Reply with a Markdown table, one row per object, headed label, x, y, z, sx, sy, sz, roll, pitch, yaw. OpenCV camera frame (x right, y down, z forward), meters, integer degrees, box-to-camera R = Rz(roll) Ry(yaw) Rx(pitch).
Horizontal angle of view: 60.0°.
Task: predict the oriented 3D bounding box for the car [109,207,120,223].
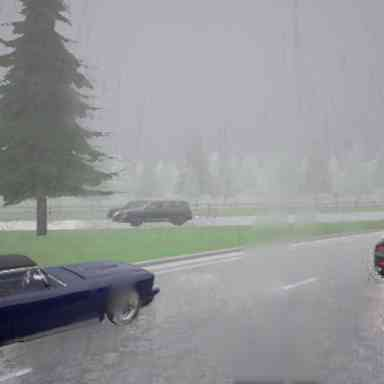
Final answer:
| label | x | y | z | sx | sy | sz | roll | pitch | yaw |
| --- | --- | --- | --- | --- | --- | --- | --- | --- | --- |
| car | -4.791 | 1.888 | 29.850 | 4.553 | 1.767 | 2.097 | -1 | -1 | -8 |

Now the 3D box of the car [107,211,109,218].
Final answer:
| label | x | y | z | sx | sy | sz | roll | pitch | yaw |
| --- | --- | --- | --- | --- | --- | --- | --- | --- | --- |
| car | -5.572 | 1.819 | 33.202 | 5.566 | 2.045 | 2.150 | -1 | -1 | -7 |

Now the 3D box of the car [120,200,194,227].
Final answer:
| label | x | y | z | sx | sy | sz | roll | pitch | yaw |
| --- | --- | --- | --- | --- | --- | --- | --- | --- | --- |
| car | -2.656 | 1.680 | 26.554 | 5.566 | 2.045 | 2.150 | -1 | -1 | -8 |

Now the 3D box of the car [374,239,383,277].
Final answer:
| label | x | y | z | sx | sy | sz | roll | pitch | yaw |
| --- | --- | --- | --- | --- | --- | --- | --- | --- | --- |
| car | 6.921 | 1.580 | 9.346 | 4.892 | 1.490 | 1.837 | 0 | -1 | -38 |

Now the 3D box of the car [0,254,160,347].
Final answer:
| label | x | y | z | sx | sy | sz | roll | pitch | yaw |
| --- | --- | --- | --- | --- | --- | --- | --- | --- | --- |
| car | -2.919 | 1.729 | 5.568 | 4.718 | 1.301 | 1.895 | 0 | -1 | -40 |
